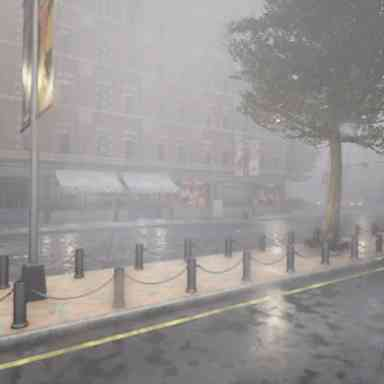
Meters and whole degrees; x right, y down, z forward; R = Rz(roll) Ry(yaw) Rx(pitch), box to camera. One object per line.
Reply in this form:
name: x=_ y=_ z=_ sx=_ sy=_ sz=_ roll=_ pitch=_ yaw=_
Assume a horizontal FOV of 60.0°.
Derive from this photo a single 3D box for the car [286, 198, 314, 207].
car: x=16.093 y=1.590 z=50.009 sx=2.097 sy=1.767 sz=4.553 roll=1 pitch=0 yaw=-36
